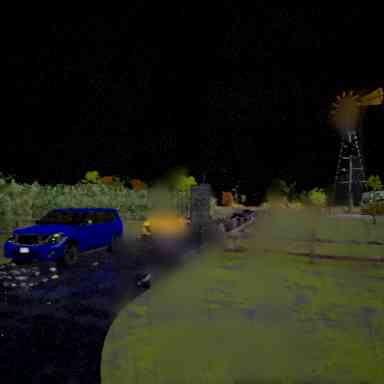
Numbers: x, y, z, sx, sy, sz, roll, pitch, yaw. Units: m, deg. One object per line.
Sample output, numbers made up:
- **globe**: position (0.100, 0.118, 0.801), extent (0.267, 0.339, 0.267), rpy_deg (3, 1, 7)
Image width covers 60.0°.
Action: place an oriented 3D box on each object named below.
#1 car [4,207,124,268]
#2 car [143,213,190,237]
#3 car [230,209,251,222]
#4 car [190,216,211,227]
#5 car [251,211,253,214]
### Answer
- **car**: position (-4.708, 1.636, 13.359), extent (2.150, 2.045, 5.566), rpy_deg (0, -3, 14)
- **car**: position (-1.923, 2.297, 23.979), extent (1.882, 1.535, 5.008), rpy_deg (0, -2, 15)
- **car**: position (6.251, 3.152, 43.561), extent (1.994, 1.385, 4.181), rpy_deg (0, -2, 15)
- **car**: position (0.720, 2.710, 33.962), extent (1.837, 1.490, 4.892), rpy_deg (0, -2, 15)
- **car**: position (8.699, 3.487, 53.059), extent (1.812, 1.442, 4.674), rpy_deg (0, -2, 15)
